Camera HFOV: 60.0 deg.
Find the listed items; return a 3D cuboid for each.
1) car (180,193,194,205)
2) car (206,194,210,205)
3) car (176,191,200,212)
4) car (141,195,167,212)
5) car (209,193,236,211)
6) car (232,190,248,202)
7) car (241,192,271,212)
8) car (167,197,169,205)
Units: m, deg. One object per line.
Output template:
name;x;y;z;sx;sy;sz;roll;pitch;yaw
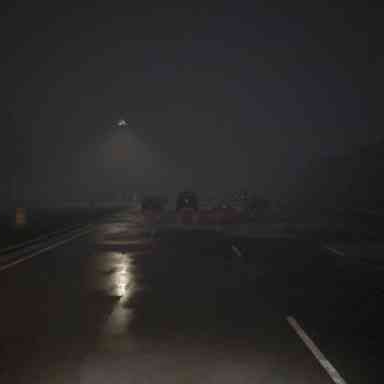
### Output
car;-0.633;0.977;46.581;1.882;1.535;5.008;0;1;0
car;2.871;0.989;45.827;2.128;1.511;4.902;0;1;0
car;-0.409;0.866;33.149;2.150;2.045;5.566;0;1;2
car;-3.922;1.127;33.744;1.882;1.535;5.008;0;1;-1
car;3.080;1.147;34.097;1.812;1.442;4.674;0;1;0
car;6.372;0.717;45.008;2.150;2.045;5.566;0;1;-1
car;6.581;1.093;33.543;1.882;1.535;5.008;0;1;0
car;-4.127;1.076;45.053;2.033;1.411;5.357;0;1;0
